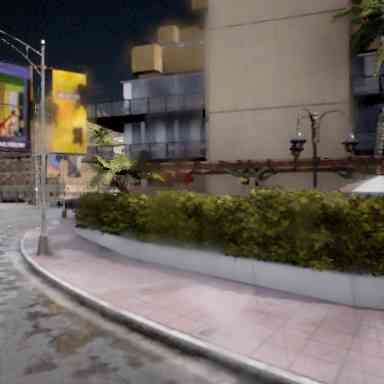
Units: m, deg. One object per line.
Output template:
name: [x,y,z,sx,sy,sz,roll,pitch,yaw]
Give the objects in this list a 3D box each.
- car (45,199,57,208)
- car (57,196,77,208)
car: [-23.886,1.963,59.123,2.128,1.511,4.902,-1,0,15]
car: [-20.465,1.662,58.421,2.150,2.045,5.566,-1,0,16]
